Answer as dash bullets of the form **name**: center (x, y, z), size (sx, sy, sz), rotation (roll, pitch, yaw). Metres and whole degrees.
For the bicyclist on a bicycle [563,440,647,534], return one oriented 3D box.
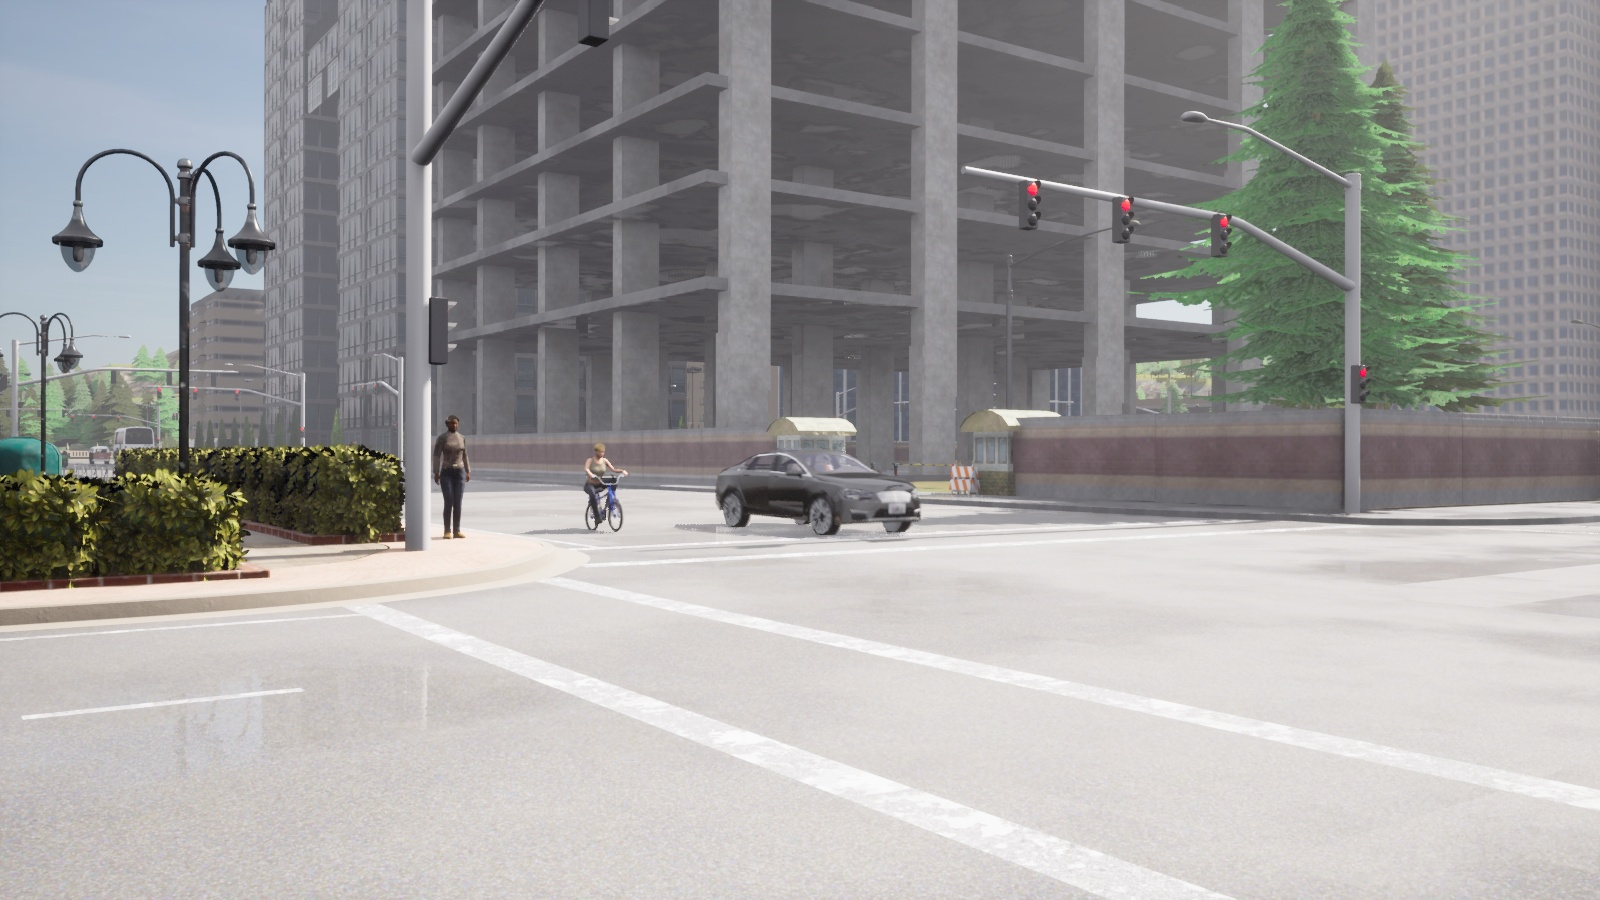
- **bicyclist on a bicycle**: center (-3.538, 0.684, 22.743), size (0.866, 1.612, 1.509), rotation (0, -5, -35)

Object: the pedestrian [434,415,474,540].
- **pedestrian**: center (-5.117, 0.400, 18.540), size (0.328, 1.805, 0.869), rotation (0, 0, -33)

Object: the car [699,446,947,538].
- **car**: center (0.294, 0.702, 23.378), size (2.128, 1.511, 4.902), rotation (0, 0, -35)
